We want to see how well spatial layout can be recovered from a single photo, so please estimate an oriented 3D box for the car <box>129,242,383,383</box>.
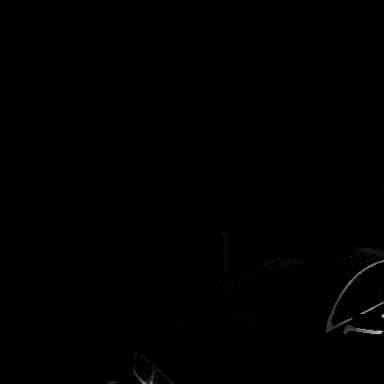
[{"bbox_3d":[1.598,1.499,4.265,4.892,1.490,1.837,0,1,-36],"label":"car"}]
